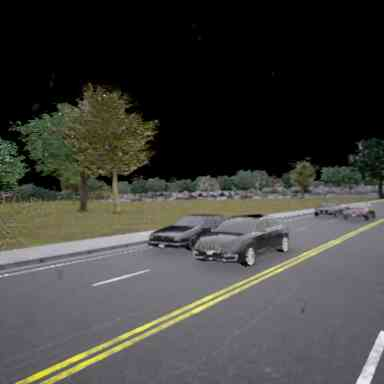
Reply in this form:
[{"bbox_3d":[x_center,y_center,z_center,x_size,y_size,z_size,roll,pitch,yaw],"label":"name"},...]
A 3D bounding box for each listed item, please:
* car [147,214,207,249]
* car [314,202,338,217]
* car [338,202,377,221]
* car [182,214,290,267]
[{"bbox_3d":[0.393,1.734,15.346,2.033,1.411,5.357,-2,-1,37],"label":"car"},{"bbox_3d":[13.271,1.662,32.017,1.994,1.385,4.181,-2,-1,38],"label":"car"},{"bbox_3d":[13.922,1.548,27.570,1.812,1.442,4.674,-2,-1,38],"label":"car"},{"bbox_3d":[1.999,1.614,12.105,1.837,1.490,4.892,-2,-1,37],"label":"car"}]
